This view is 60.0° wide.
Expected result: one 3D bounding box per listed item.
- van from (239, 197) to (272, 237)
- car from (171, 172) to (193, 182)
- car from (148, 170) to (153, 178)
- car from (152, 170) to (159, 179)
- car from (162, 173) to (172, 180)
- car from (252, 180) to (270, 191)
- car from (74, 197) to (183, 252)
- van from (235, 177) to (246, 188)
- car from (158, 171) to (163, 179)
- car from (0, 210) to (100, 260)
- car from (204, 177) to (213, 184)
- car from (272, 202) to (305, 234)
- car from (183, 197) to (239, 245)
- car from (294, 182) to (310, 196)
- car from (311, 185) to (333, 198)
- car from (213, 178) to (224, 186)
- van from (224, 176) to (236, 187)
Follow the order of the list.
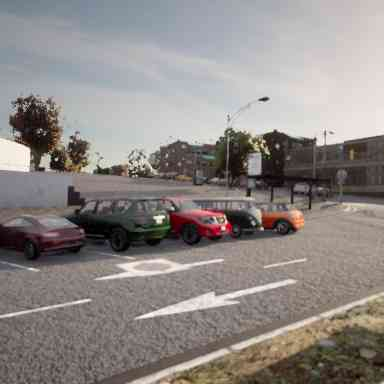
[{"bbox_3d":[1.602,1.265,17.461,4.442,1.987,1.878,-1,-1,35],"label":"van"},{"bbox_3d":[-1.849,-3.262,77.410,1.946,1.575,5.366,7,3,34],"label":"car"},{"bbox_3d":[-9.013,-4.448,86.940,2.435,2.045,5.566,1,-1,34],"label":"car"},{"bbox_3d":[-7.237,-4.171,84.596,2.185,1.767,4.553,4,1,33],"label":"car"},{"bbox_3d":[-3.704,-3.784,79.666,2.435,2.045,5.566,7,4,34],"label":"car"},{"bbox_3d":[11.929,-1.076,57.578,2.231,1.521,4.892,7,3,35],"label":"car"},{"bbox_3d":[-3.445,1.240,14.078,5.566,2.045,2.435,-1,-1,35],"label":"car"},{"bbox_3d":[10.165,-1.574,59.937,1.878,1.987,4.442,7,4,35],"label":"van"},{"bbox_3d":[-5.503,-3.936,82.129,2.185,1.767,4.553,6,3,34],"label":"car"},{"bbox_3d":[-5.869,1.531,12.317,4.674,1.452,2.002,-1,-1,35],"label":"car"},{"bbox_3d":[5.017,-2.128,67.451,2.002,1.452,4.674,7,4,35],"label":"car"},{"bbox_3d":[4.008,1.366,19.216,4.553,1.767,2.185,-1,-1,35],"label":"car"},{"bbox_3d":[-0.934,1.240,15.787,5.566,2.045,2.435,-1,-1,35],"label":"car"},{"bbox_3d":[17.153,-0.509,50.202,2.435,2.045,5.566,7,3,35],"label":"car"},{"bbox_3d":[18.849,0.054,47.733,2.002,1.452,4.674,7,3,35],"label":"car"},{"bbox_3d":[6.852,-1.897,65.133,1.946,1.575,5.366,7,3,35],"label":"car"},{"bbox_3d":[8.431,-1.848,62.405,1.878,1.987,4.442,7,4,35],"label":"van"}]
